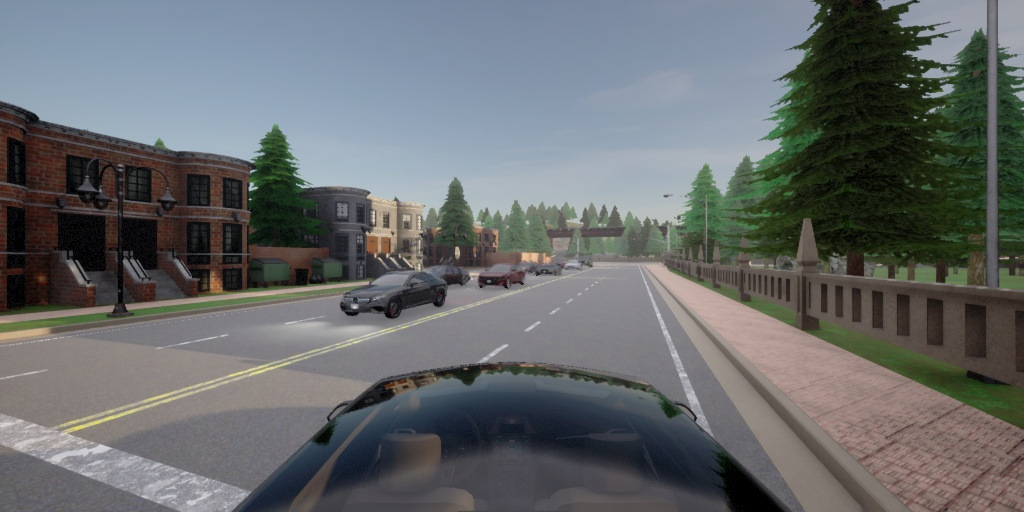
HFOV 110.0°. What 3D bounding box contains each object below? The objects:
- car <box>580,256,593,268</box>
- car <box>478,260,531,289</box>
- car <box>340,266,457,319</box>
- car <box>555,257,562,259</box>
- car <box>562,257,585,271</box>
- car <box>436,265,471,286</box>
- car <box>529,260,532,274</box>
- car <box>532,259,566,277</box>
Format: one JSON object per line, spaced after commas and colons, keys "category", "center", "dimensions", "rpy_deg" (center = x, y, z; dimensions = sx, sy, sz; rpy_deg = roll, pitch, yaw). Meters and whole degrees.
{"category": "car", "center": [12.450, 0.974, 61.192], "dimensions": [2.150, 2.045, 5.566], "rpy_deg": [0, 0, 19]}
{"category": "car", "center": [-0.539, 1.228, 23.373], "dimensions": [1.882, 1.535, 5.008], "rpy_deg": [0, 0, 19]}
{"category": "car", "center": [-4.044, 1.276, 13.144], "dimensions": [1.812, 1.442, 4.674], "rpy_deg": [0, 0, 19]}
{"category": "car", "center": [7.519, 1.102, 57.644], "dimensions": [2.097, 1.767, 4.553], "rpy_deg": [0, 0, 19]}
{"category": "car", "center": [8.589, 1.276, 49.998], "dimensions": [1.812, 1.442, 4.674], "rpy_deg": [0, 0, 19]}
{"category": "car", "center": [-4.467, 1.297, 22.712], "dimensions": [2.033, 1.411, 5.357], "rpy_deg": [0, 0, 19]}
{"category": "car", "center": [1.727, 1.241, 40.788], "dimensions": [2.128, 1.511, 4.902], "rpy_deg": [0, 0, 19]}
{"category": "car", "center": [3.712, 1.314, 35.781], "dimensions": [1.994, 1.385, 4.181], "rpy_deg": [0, 0, 19]}
